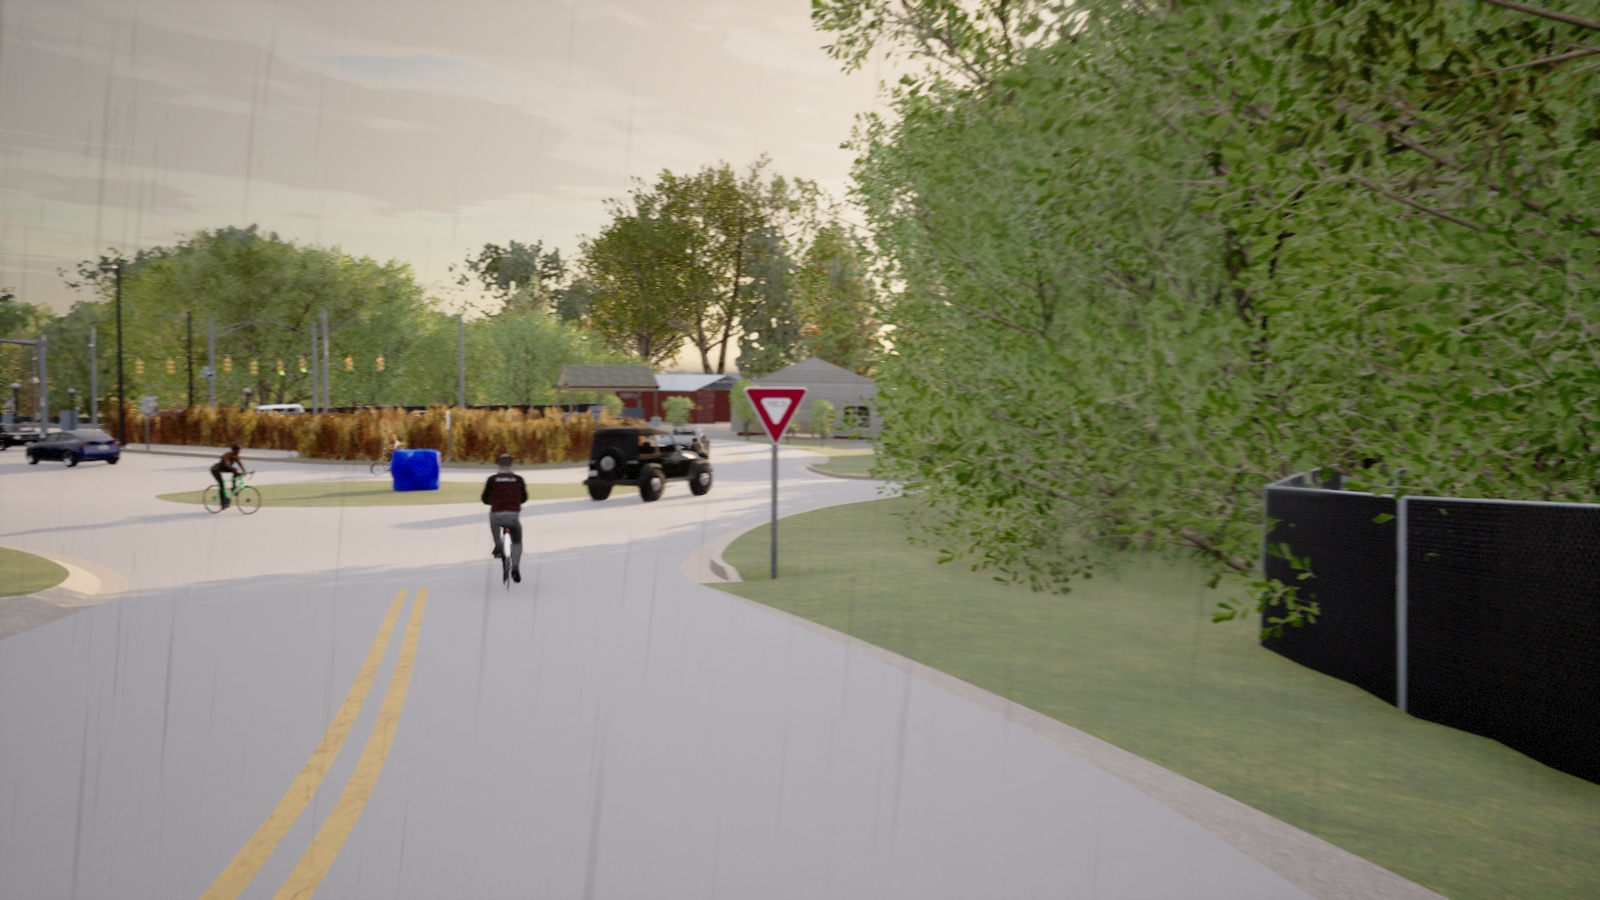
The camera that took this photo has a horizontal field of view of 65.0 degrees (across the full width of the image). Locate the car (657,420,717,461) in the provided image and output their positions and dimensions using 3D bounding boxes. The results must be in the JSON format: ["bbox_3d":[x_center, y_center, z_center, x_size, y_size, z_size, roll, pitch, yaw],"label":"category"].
[{"bbox_3d":[-5.181,-0.475,58.329,2.152,1.651,5.027,0,3,2],"label":"car"}]

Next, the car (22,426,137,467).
[{"bbox_3d":[-30.134,-0.189,52.476,4.792,1.488,2.163,2,4,33],"label":"car"}]

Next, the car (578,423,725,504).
[{"bbox_3d":[-3.764,0.294,32.456,1.905,1.878,3.866,0,2,27],"label":"car"}]

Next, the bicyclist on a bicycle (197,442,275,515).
[{"bbox_3d":[-13.059,0.654,29.065,1.656,1.620,0.582,1,2,18],"label":"bicyclist on a bicycle"}]

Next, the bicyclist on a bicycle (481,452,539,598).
[{"bbox_3d":[-3.788,0.928,16.326,0.659,1.776,1.843,0,-1,-15],"label":"bicyclist on a bicycle"}]

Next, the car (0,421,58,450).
[{"bbox_3d":[-39.078,-0.747,62.273,4.718,1.301,1.895,2,4,32],"label":"car"}]
